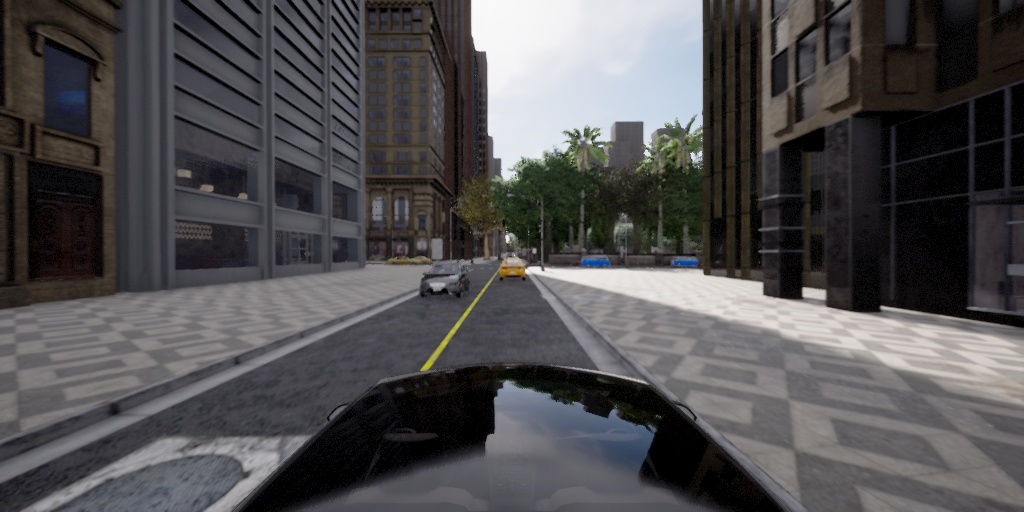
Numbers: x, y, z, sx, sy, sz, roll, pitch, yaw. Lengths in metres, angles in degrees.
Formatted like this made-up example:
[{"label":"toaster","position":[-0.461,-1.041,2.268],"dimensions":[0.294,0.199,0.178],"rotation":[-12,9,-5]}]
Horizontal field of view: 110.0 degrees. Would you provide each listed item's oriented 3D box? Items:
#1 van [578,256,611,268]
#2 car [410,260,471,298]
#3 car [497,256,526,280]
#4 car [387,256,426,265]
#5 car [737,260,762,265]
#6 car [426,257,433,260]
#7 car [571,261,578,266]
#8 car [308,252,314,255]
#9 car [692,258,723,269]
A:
[{"label":"van","position":[11.791,0.840,50.694],"dimensions":[3.998,1.789,1.690],"rotation":[0,0,0]},{"label":"car","position":[-3.123,1.108,17.426],"dimensions":[2.128,1.511,4.902],"rotation":[0,0,0]},{"label":"car","position":[0.052,0.996,27.590],"dimensions":[1.882,1.535,5.008],"rotation":[0,0,0]},{"label":"car","position":[-15.128,0.665,50.748],"dimensions":[4.829,1.417,1.751],"rotation":[0,0,0]},{"label":"car","position":[33.886,1.232,50.650],"dimensions":[4.097,1.591,1.967],"rotation":[0,0,0]},{"label":"car","position":[-15.460,0.639,59.274],"dimensions":[4.829,1.417,1.751],"rotation":[0,0,0]},{"label":"car","position":[11.798,1.055,59.220],"dimensions":[4.207,1.307,1.802],"rotation":[0,0,0]},{"label":"car","position":[-26.469,0.517,50.771],"dimensions":[4.829,1.417,1.751],"rotation":[0,0,0]},{"label":"car","position":[28.362,1.301,50.661],"dimensions":[4.207,1.307,1.802],"rotation":[0,0,0]}]
